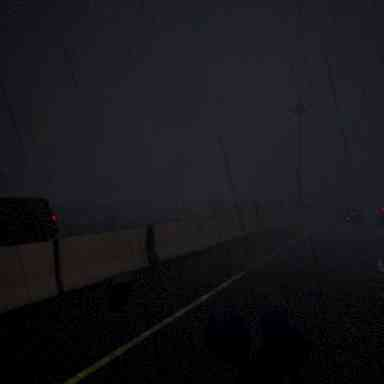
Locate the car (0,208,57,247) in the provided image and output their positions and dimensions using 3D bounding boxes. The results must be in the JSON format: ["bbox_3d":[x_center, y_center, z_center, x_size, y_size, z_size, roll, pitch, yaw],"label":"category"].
[{"bbox_3d":[-7.402,1.206,11.585,2.150,2.045,5.566,0,0,28],"label":"car"}]

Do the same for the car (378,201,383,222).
[{"bbox_3d":[19.533,1.841,32.387,2.150,2.045,5.566,0,-1,28],"label":"car"}]

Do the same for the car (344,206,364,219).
[{"bbox_3d":[19.108,2.336,39.120,1.895,1.301,4.718,0,-1,28],"label":"car"}]

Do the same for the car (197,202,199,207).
[{"bbox_3d":[1.962,1.937,51.853,1.812,1.442,4.674,0,-1,28],"label":"car"}]

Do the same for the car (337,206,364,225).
[{"bbox_3d":[13.541,1.946,28.497,2.128,1.511,4.902,0,-1,28],"label":"car"}]
